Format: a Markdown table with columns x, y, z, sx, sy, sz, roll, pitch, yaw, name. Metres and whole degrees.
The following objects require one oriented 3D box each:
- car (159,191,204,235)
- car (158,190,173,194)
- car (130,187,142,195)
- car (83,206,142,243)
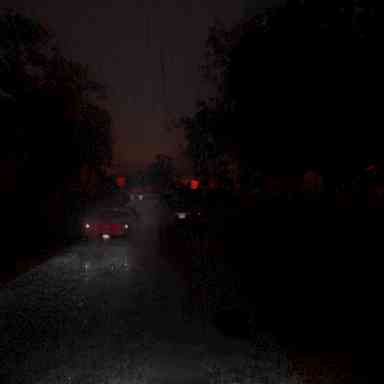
| x | y | z | sx | sy | sz | roll | pitch | yaw | name |
| --- | --- | --- | --- | --- | --- | --- | --- | --- | --- |
| -0.595 | 1.076 | 17.202 | 2.097 | 1.767 | 4.553 | 1 | 1 | -4 | car |
| -2.495 | 0.521 | 35.120 | 1.882 | 1.535 | 5.008 | 2 | 2 | -8 | car |
| -9.614 | -0.235 | 57.435 | 1.895 | 1.301 | 4.718 | 2 | 1 | -13 | car |
| -3.369 | 1.321 | 14.781 | 1.895 | 1.301 | 4.718 | 1 | 1 | -4 | car |
